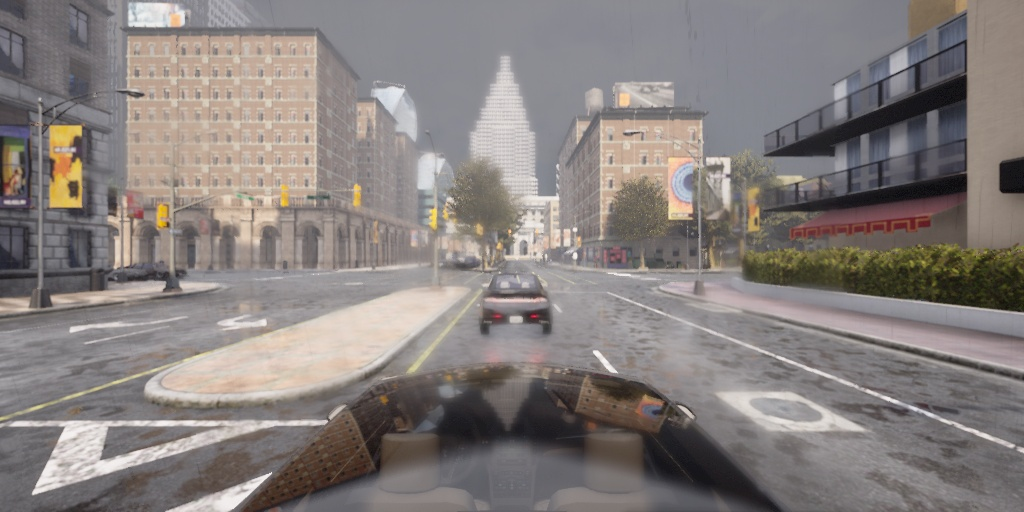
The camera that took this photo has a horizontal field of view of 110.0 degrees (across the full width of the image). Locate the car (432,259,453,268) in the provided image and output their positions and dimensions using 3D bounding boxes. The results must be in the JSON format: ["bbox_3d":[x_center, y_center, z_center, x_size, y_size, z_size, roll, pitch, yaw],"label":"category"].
[{"bbox_3d":[-11.569,1.244,60.744,2.128,1.511,4.902,0,0,0],"label":"car"}]

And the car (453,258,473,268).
[{"bbox_3d":[-8.078,1.354,59.300,1.895,1.301,4.718,0,0,0],"label":"car"}]

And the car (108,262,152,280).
[{"bbox_3d":[-33.852,1.352,30.211,4.718,1.301,1.895,0,0,0],"label":"car"}]

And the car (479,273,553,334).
[{"bbox_3d":[0.097,1.242,10.622,2.128,1.511,4.902,0,0,0],"label":"car"}]

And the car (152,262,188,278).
[{"bbox_3d":[-33.878,1.299,33.709,5.357,1.411,2.033,0,0,0],"label":"car"}]
